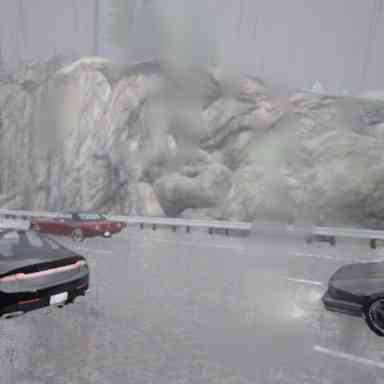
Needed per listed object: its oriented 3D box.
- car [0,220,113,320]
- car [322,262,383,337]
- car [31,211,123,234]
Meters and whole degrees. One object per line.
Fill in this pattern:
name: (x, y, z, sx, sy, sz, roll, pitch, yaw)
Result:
car: (-4.141, 1.469, 6.629, 4.902, 1.511, 2.128, 0, 0, 33)
car: (4.834, 1.536, 4.787, 5.357, 1.411, 2.033, 0, 0, 36)
car: (-5.636, 1.550, 15.841, 4.718, 1.301, 1.895, 0, 0, 31)
